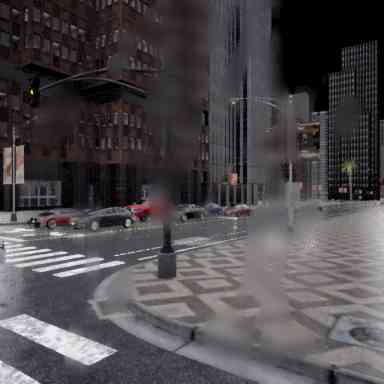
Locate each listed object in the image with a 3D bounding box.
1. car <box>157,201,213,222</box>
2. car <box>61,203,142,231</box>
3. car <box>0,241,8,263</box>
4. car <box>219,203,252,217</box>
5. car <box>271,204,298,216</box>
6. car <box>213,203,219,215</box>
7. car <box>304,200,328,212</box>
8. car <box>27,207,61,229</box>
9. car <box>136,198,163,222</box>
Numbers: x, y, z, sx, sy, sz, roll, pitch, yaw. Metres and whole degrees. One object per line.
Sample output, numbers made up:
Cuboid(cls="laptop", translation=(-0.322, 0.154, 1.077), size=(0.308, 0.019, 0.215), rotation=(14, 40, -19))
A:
Cuboid(cls="car", translation=(-0.501, 1.873, 30.346), size=(2.128, 1.511, 4.902), rotation=(0, -1, 35))
Cuboid(cls="car", translation=(-5.975, 1.748, 22.536), size=(1.837, 1.490, 4.892), rotation=(0, -1, 35))
Cuboid(cls="car", translation=(-7.443, 1.603, 8.772), size=(1.812, 1.442, 4.674), rotation=(0, -1, 35))
Cuboid(cls="car", translation=(5.385, 2.057, 38.730), size=(1.812, 1.442, 4.674), rotation=(0, -1, 35))
Cuboid(cls="car", translation=(11.601, 2.170, 41.614), size=(2.033, 1.411, 5.357), rotation=(0, -1, 35))
Cuboid(cls="car", translation=(1.954, 2.034, 39.515), size=(1.812, 1.442, 4.674), rotation=(0, -1, 35))
Cuboid(cls="car", translation=(19.355, 2.372, 52.708), size=(2.033, 1.411, 5.357), rotation=(0, -1, 35))
Cuboid(cls="car", translation=(-9.264, 1.788, 23.491), size=(1.994, 1.385, 4.181), rotation=(0, -1, 36))
Cuboid(cls="car", translation=(-3.976, 1.579, 31.051), size=(2.150, 2.045, 5.566), rotation=(0, -1, 35))
